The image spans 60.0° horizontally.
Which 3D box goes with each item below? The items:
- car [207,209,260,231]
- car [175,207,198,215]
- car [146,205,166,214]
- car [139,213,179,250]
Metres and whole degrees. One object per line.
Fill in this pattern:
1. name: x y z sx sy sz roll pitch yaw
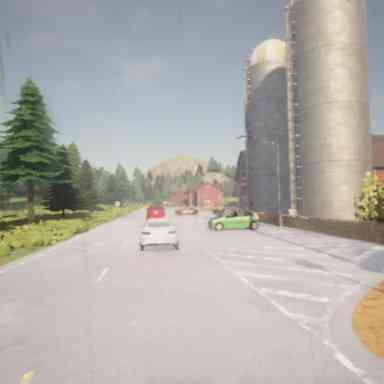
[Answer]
1. car: 3.233 2.200 26.209 3.988 1.617 1.851 -1 -2 -7
2. car: -0.956 3.393 58.933 4.181 1.381 1.994 -1 -2 -7
3. car: -4.362 2.552 40.152 2.150 2.045 5.566 -1 -2 -6
4. car: -1.710 2.069 17.154 1.812 1.442 4.674 -1 -2 -7
